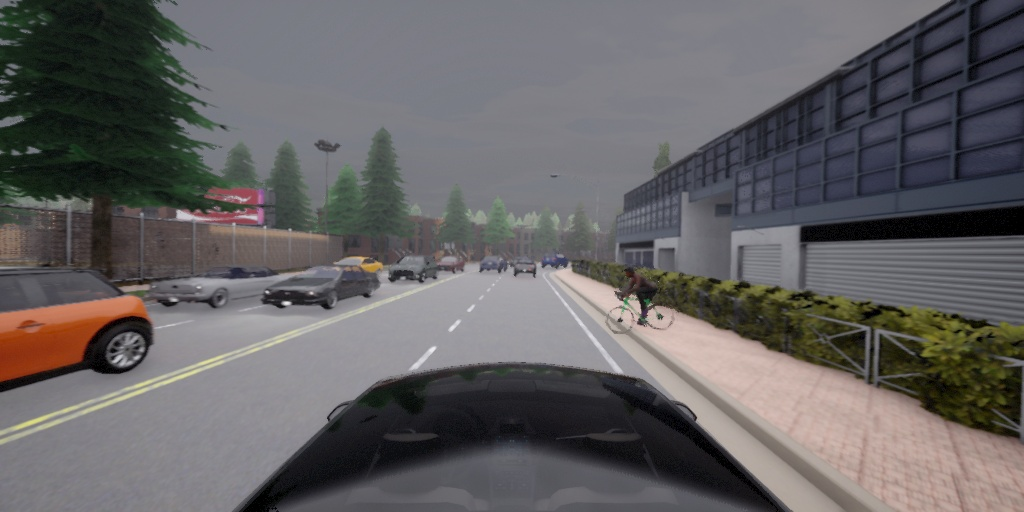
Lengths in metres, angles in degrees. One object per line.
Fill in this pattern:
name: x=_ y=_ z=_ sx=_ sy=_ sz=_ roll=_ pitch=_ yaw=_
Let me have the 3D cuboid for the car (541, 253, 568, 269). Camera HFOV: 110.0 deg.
car: x=5.689 y=0.570 z=47.212 sx=2.150 sy=2.045 sz=5.566 roll=1 pitch=1 yaw=27

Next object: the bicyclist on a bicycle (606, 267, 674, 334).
bicyclist on a bicycle: x=3.079 y=1.070 z=8.737 sx=1.656 sy=1.620 sz=0.582 roll=-5 pitch=0 yaw=2

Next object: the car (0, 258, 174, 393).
car: x=-7.072 y=0.930 z=4.016 sx=2.097 sy=1.767 sz=4.553 roll=1 pitch=1 yaw=2

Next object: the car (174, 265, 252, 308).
car: x=-10.254 y=1.010 z=13.174 sx=1.895 sy=1.301 sz=4.718 roll=1 pitch=1 yaw=2

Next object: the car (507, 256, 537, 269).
car: x=1.403 y=0.760 z=46.407 sx=2.128 sy=1.511 sz=4.902 roll=1 pitch=1 yaw=25

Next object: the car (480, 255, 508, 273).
car: x=-1.731 y=0.679 z=35.530 sx=2.097 sy=1.767 sz=4.553 roll=1 pitch=1 yaw=9

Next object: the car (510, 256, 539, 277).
car: x=1.211 y=0.932 z=30.908 sx=2.128 sy=1.511 sz=4.902 roll=1 pitch=1 yaw=4

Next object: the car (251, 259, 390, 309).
car: x=-6.743 y=1.024 z=13.533 sx=2.033 sy=1.411 sz=5.357 roll=1 pitch=1 yaw=2

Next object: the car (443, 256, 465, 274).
car: x=-5.710 y=0.748 z=33.375 sx=1.882 sy=1.535 sz=5.008 roll=1 pitch=1 yaw=6

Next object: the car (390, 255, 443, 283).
car: x=-6.312 y=0.724 z=23.411 sx=2.097 sy=1.767 sz=4.553 roll=1 pitch=1 yaw=3

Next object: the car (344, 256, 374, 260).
car: x=-9.877 y=0.786 z=22.628 sx=1.882 sy=1.535 sz=5.008 roll=1 pitch=1 yaw=3
